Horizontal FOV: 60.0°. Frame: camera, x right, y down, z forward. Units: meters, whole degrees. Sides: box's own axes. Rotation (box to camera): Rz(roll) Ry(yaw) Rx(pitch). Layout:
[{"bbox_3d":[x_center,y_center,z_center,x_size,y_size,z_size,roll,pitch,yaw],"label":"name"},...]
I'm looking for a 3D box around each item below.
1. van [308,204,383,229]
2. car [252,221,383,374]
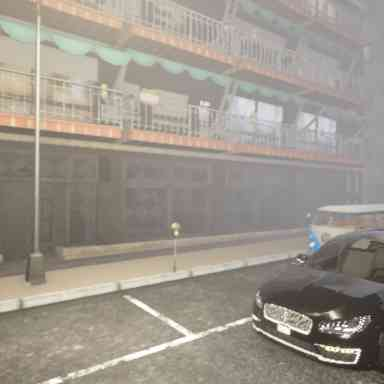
[{"bbox_3d":[5.295,1.287,10.313,3.998,1.788,1.690,0,1,-35],"label":"van"},{"bbox_3d":[3.136,1.474,5.613,4.892,1.490,1.837,0,0,-35],"label":"car"}]
